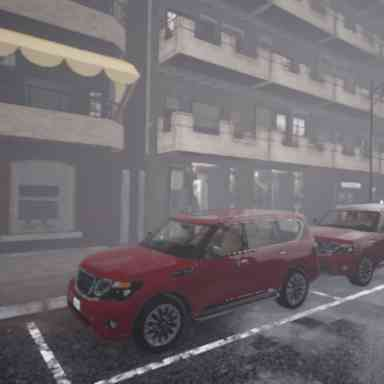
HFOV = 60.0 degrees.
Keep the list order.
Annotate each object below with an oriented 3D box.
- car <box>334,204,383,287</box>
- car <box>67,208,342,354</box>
[{"bbox_3d":[4.865,1.301,9.544,5.009,1.841,2.192,0,2,-35],"label":"car"},{"bbox_3d":[0.364,1.309,6.331,5.009,1.841,2.192,0,2,-35],"label":"car"}]
